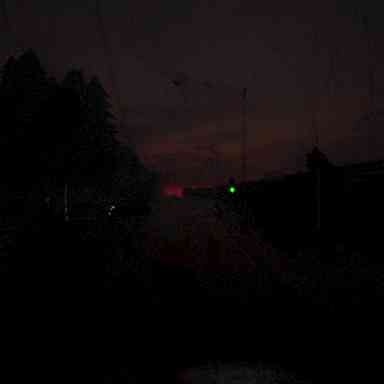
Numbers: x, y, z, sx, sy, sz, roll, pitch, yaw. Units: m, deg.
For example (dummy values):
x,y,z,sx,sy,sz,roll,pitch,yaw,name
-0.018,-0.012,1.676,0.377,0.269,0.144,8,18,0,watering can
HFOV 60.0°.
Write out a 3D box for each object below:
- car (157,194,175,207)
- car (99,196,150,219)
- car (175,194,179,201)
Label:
x,y,z,sx,sy,sz,roll,pitch,yaw,name
-4.003,1.390,48.940,1.837,1.490,4.892,0,3,0,car
-5.805,1.274,28.650,2.097,1.767,4.553,-1,0,41,car
-4.003,1.162,74.537,2.097,1.767,4.553,0,0,0,car
